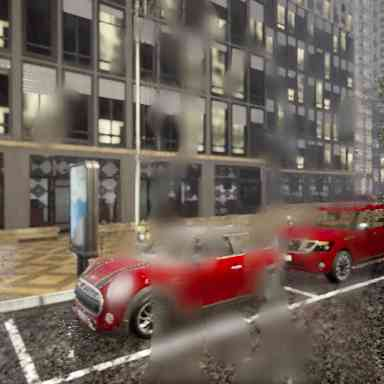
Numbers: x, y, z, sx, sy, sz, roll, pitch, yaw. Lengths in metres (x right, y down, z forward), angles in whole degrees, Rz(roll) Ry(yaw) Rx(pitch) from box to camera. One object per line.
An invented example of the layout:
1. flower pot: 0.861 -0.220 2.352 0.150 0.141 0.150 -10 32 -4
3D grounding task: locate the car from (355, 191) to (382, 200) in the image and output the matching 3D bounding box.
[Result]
1. car: 26.026 0.744 51.752 2.192 1.841 5.009 1 0 -36

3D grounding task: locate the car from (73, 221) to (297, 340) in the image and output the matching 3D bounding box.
1. car: -0.126 1.433 6.474 4.097 1.590 1.967 0 0 -35

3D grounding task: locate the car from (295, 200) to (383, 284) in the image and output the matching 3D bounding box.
1. car: 4.393 1.296 9.697 5.009 1.841 2.192 0 0 -35

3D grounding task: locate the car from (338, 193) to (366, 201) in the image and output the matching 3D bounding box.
1. car: 29.468 0.865 61.241 1.802 1.307 4.206 1 1 -36

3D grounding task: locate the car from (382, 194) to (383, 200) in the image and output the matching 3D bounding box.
1. car: 32.783 0.954 56.704 1.947 1.339 4.313 1 1 -36
